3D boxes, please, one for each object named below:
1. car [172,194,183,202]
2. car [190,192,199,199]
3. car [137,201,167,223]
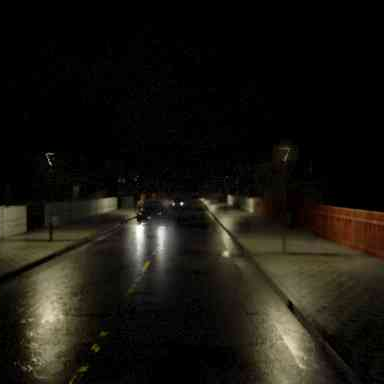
[{"bbox_3d":[-2.745,1.210,64.813,1.882,1.535,5.008,0,0,0],"label":"car"},{"bbox_3d":[0.992,1.077,89.384,1.882,1.535,5.008,0,0,0],"label":"car"},{"bbox_3d":[-2.833,1.420,24.317,1.812,1.442,4.674,0,0,0],"label":"car"}]
